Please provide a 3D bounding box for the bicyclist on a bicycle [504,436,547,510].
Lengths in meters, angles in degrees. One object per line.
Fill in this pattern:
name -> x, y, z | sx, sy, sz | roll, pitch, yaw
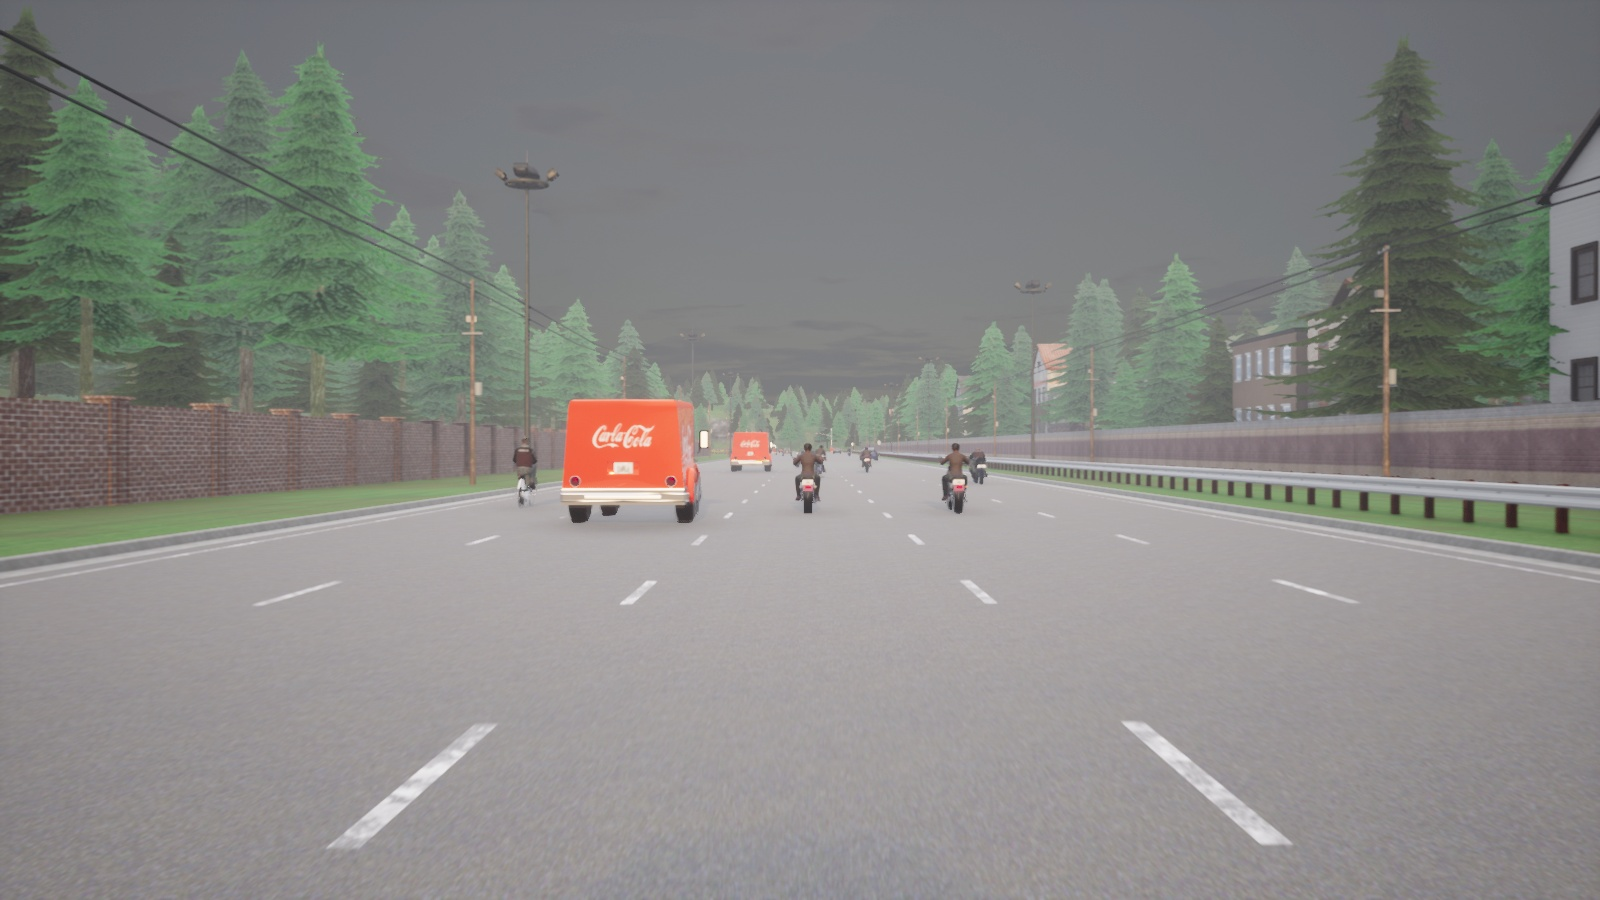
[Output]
bicyclist on a bicycle -> -6.804, 0.552, 31.235 | 0.659, 1.776, 1.843 | 0, 0, 0

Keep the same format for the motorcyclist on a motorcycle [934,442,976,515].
motorcyclist on a motorcycle -> 3.632, 0.643, 29.587 | 0.766, 1.649, 2.350 | 0, 0, 2

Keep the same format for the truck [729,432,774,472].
truck -> -3.026, 0.105, 79.283 | 2.627, 2.467, 5.204 | 0, 0, 0

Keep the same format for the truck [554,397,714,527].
truck -> -3.333, 0.211, 26.442 | 2.627, 2.467, 5.204 | 0, 0, 0

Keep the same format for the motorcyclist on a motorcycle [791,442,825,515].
motorcyclist on a motorcycle -> 0.185, 0.641, 29.303 | 0.766, 1.649, 2.350 | 0, 0, 0

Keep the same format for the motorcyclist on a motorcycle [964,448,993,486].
motorcyclist on a motorcycle -> 7.313, 0.689, 51.476 | 0.866, 1.530, 2.191 | 0, 0, 0
